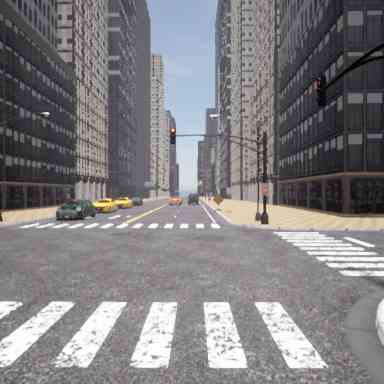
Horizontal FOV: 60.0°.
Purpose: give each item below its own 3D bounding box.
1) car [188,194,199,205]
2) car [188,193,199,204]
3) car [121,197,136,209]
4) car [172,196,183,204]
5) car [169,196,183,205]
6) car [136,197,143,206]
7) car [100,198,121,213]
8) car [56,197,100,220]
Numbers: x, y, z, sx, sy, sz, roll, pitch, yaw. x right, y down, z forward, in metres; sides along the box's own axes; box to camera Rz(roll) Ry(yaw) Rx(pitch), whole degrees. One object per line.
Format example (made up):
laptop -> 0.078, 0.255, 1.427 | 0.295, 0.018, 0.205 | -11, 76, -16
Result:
car -> 0.278, 1.587, 60.153 | 1.837, 1.490, 4.892 | 0, 0, 0
car -> 0.281, 1.340, 70.361 | 2.150, 2.045, 5.566 | 0, 0, 0
car -> -9.707, 1.524, 47.105 | 1.882, 1.535, 5.008 | 0, 0, 0
car -> -2.971, 1.612, 70.131 | 2.128, 1.511, 4.902 | 0, 0, 0
car -> -2.972, 1.434, 59.942 | 2.097, 1.767, 4.553 | 0, 0, 0
car -> -9.635, 1.623, 57.752 | 2.033, 1.411, 5.357 | 0, 0, 1
car -> -9.741, 1.505, 37.423 | 1.882, 1.535, 5.008 | 0, 0, 0
car -> -9.766, 1.366, 28.236 | 2.097, 1.767, 4.553 | 0, 0, 0
